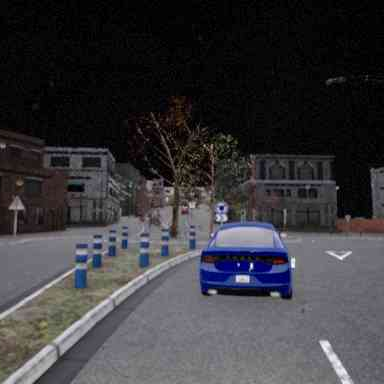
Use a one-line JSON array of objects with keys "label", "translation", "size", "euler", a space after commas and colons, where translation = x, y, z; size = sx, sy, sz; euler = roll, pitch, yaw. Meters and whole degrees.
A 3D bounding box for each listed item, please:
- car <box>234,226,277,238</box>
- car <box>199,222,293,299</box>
[{"label": "car", "translation": [7.696, 4.851, 40.497], "size": [4.718, 1.301, 1.895], "euler": [-5, -8, 37]}, {"label": "car", "translation": [1.432, 1.503, 8.549], "size": [1.882, 1.535, 5.008], "euler": [-1, -2, 12]}]
